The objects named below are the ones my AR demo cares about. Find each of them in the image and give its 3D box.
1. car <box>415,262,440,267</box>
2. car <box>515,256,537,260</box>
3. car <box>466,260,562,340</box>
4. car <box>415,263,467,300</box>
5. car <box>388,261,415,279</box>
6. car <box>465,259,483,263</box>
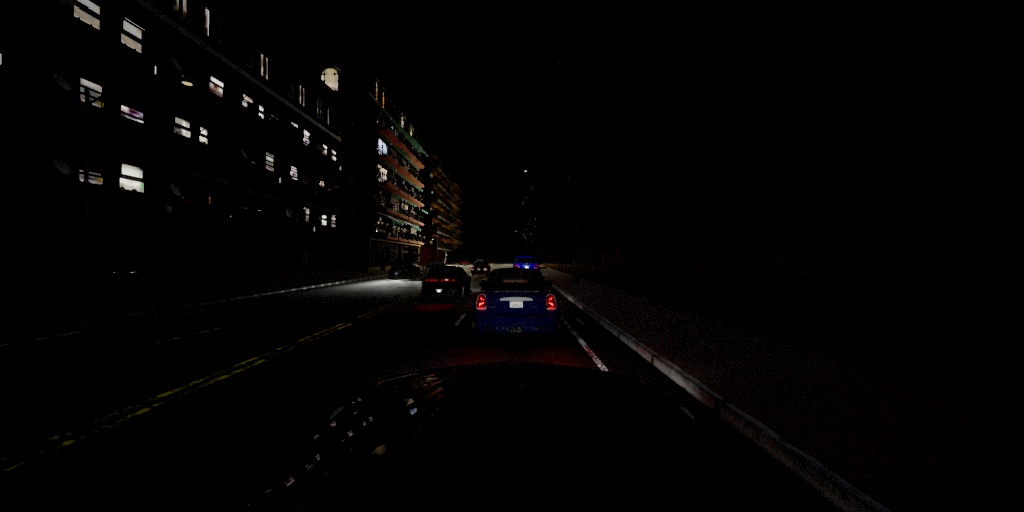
[{"bbox_3d":[-6.599,1.279,30.816,1.812,1.442,4.674,0,0,0],"label":"car"},{"bbox_3d":[1.140,0.979,30.076,2.150,2.045,5.566,0,0,0],"label":"car"},{"bbox_3d":[0.099,1.103,10.122,2.097,1.767,4.553,0,0,0],"label":"car"},{"bbox_3d":[-3.149,1.255,17.898,1.837,1.490,4.892,0,-1,0],"label":"car"},{"bbox_3d":[-9.848,1.245,33.022,2.128,1.511,4.902,0,0,0],"label":"car"},{"bbox_3d":[-3.147,1.301,36.559,2.033,1.411,5.357,0,0,0],"label":"car"}]
